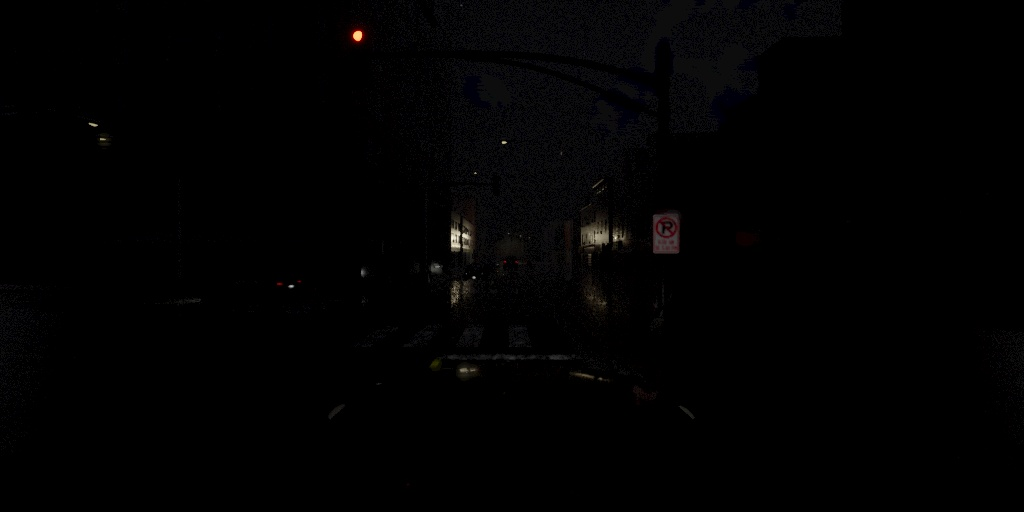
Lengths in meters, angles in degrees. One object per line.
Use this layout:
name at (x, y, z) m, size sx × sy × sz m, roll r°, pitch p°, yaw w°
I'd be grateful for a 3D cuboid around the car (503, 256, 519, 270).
car at (-0.193, 0.984, 52.561) m, size 2.150 × 2.045 × 5.566 m, roll 0°, pitch 0°, yaw 0°

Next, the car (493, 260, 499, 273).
car at (-3.001, 1.305, 43.012) m, size 2.033 × 1.411 × 5.357 m, roll 0°, pitch 0°, yaw 0°

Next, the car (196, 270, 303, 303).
car at (-12.027, 1.364, 16.552) m, size 4.181 × 1.385 × 1.994 m, roll 0°, pitch 0°, yaw 6°

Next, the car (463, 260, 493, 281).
car at (-2.959, 1.301, 30.450) m, size 2.033 × 1.411 × 5.357 m, roll 0°, pitch 0°, yaw 0°
